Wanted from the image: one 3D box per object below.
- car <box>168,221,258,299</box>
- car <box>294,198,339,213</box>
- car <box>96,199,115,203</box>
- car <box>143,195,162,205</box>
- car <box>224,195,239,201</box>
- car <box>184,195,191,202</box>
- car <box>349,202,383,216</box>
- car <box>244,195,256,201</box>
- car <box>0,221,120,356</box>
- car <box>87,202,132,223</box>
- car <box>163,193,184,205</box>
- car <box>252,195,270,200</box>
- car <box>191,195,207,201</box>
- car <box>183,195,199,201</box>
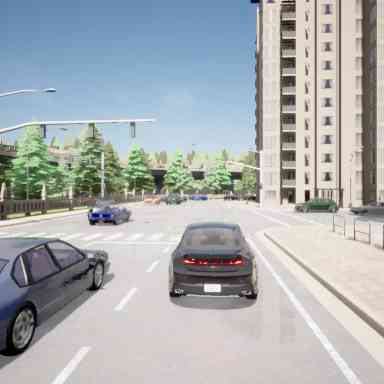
[{"bbox_3d":[0.546,1.505,8.488,1.837,1.490,4.892,0,0,4],"label":"car"},{"bbox_3d":[13.756,1.407,36.988,4.553,1.767,2.097,0,0,5],"label":"car"},{"bbox_3d":[-8.564,1.495,32.712,2.128,1.511,4.902,0,0,4],"label":"car"},{"bbox_3d":[-6.929,1.351,57.182,2.097,1.767,4.553,0,0,4],"label":"car"},{"bbox_3d":[10.175,1.500,85.436,4.892,1.490,1.837,0,0,-43],"label":"car"},{"bbox_3d":[-2.321,1.492,69.583,2.128,1.511,4.902,0,0,11],"label":"car"},{"bbox_3d":[18.355,1.656,33.188,4.718,1.301,1.895,0,0,3],"label":"car"},{"bbox_3d":[15.531,1.525,85.232,4.902,1.511,2.128,0,0,-34],"label":"car"},{"bbox_3d":[-3.138,1.547,6.033,2.033,1.411,5.357,0,0,4],"label":"car"},{"bbox_3d":[-5.665,1.601,23.398,1.895,1.301,4.718,0,0,4],"label":"car"},{"bbox_3d":[-3.272,1.221,59.222,2.150,2.045,5.566,0,0,5],"label":"car"},{"bbox_3d":[18.878,1.524,91.019,4.674,1.442,1.812,0,0,-20],"label":"car"},{"bbox_3d":[2.028,1.478,80.932,1.882,1.535,5.008,0,0,29],"label":"car"},{"bbox_3d":[-0.227,1.524,83.935,1.812,1.442,4.674,0,0,34],"label":"car"}]
